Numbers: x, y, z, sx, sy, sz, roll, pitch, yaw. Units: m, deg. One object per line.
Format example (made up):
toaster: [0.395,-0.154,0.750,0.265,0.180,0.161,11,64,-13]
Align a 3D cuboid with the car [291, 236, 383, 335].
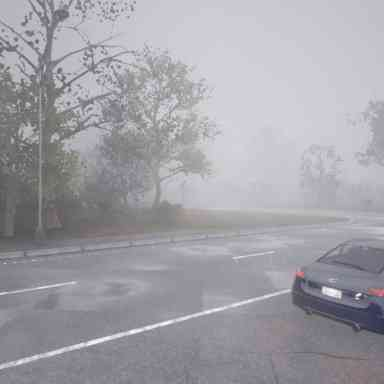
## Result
car: [3.857,1.564,6.445,4.181,1.385,1.994,0,0,-35]
